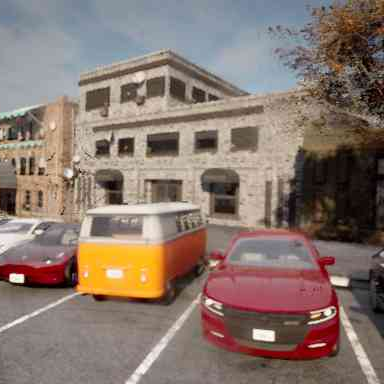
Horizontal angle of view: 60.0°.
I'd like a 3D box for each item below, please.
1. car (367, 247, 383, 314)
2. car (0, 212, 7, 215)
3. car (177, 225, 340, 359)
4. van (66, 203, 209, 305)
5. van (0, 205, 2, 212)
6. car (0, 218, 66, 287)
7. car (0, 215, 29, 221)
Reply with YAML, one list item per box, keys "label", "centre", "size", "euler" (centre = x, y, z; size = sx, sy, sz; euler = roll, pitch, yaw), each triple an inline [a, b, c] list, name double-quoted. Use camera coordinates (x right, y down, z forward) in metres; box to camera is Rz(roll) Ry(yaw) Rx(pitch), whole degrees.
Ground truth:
- label: "car"
  centre: [3.902, 1.479, 4.680]
  size: [2.231, 1.521, 4.892]
  euler: [0, -1, 15]
- label: "car"
  centre: [-8.045, 1.697, 13.156]
  size: [2.002, 1.452, 4.674]
  euler: [-1, -1, 15]
- label: "car"
  centre: [1.518, 1.477, 6.379]
  size: [2.097, 1.535, 5.008]
  euler: [0, -1, 15]
- label: "van"
  centre: [-0.844, 1.273, 8.188]
  size: [1.878, 1.987, 4.442]
  euler: [-1, -1, 15]
- label: "van"
  centre: [-10.419, 1.504, 14.964]
  size: [1.878, 1.987, 4.442]
  euler: [-1, -2, 15]
- label: "car"
  centre: [-3.270, 1.565, 9.739]
  size: [2.163, 1.488, 4.792]
  euler: [-1, -1, 15]
- label: "car"
  centre: [-5.646, 1.633, 11.460]
  size: [2.002, 1.452, 4.674]
  euler: [-1, -1, 15]
